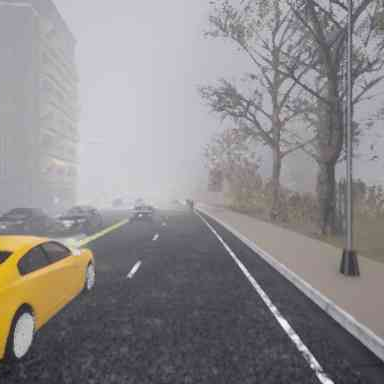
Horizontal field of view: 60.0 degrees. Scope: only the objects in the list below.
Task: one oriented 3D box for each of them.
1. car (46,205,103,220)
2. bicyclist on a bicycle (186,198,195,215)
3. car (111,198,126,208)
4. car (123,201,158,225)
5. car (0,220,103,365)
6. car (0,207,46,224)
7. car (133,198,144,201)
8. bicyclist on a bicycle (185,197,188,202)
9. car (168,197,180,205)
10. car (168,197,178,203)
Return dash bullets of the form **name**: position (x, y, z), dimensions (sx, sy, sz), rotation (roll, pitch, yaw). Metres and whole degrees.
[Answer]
- **car**: position (-6.967, 1.607, 20.937), dimensions (2.128, 1.511, 4.902), rotation (0, 0, -2)
- **bicyclist on a bicycle**: position (0.002, 1.626, 33.971), dimensions (0.582, 1.620, 1.656), rotation (0, -1, -3)
- **car**: position (-12.104, 1.798, 55.024), dimensions (1.837, 1.490, 4.892), rotation (0, 0, -4)
- **car**: position (-3.671, 1.683, 25.559), dimensions (2.033, 1.411, 5.357), rotation (0, 0, -2)
- **car**: position (-3.203, 1.512, 5.883), dimensions (1.882, 1.535, 5.008), rotation (0, 0, -1)
- **car**: position (-10.193, 1.641, 20.194), dimensions (1.812, 1.442, 4.674), rotation (0, 0, -2)
- **car**: position (-8.940, 1.819, 56.200), dimensions (1.812, 1.442, 4.674), rotation (0, 0, -4)
- **bicyclist on a bicycle**: position (-0.569, 1.593, 43.898), dimensions (0.659, 1.776, 1.843), rotation (0, 0, -4)
- **car**: position (-3.515, 1.891, 69.034), dimensions (2.033, 1.411, 5.357), rotation (0, 0, -5)
- **car**: position (-4.553, 1.863, 78.509), dimensions (1.882, 1.535, 5.008), rotation (0, 0, -7)
